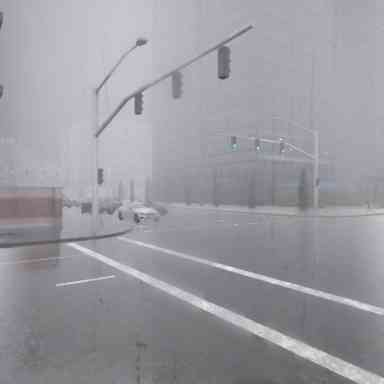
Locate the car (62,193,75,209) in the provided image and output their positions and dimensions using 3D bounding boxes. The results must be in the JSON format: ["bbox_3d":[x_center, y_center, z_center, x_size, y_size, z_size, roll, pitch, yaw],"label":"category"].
[{"bbox_3d":[-18.203,1.211,45.413,2.150,2.045,5.566,0,1,-35],"label":"car"}]

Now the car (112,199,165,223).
[{"bbox_3d":[-4.251,1.525,25.923,1.812,1.442,4.674,0,0,-36],"label":"car"}]

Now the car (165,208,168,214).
[{"bbox_3d":[-4.360,1.546,32.085,2.033,1.411,5.357,0,0,-36],"label":"car"}]

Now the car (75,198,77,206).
[{"bbox_3d":[-16.471,1.524,49.022,1.812,1.442,4.674,0,0,-36],"label":"car"}]

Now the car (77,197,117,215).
[{"bbox_3d":[-9.476,1.351,33.222,2.097,1.767,4.553,0,0,-36],"label":"car"}]

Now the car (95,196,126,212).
[{"bbox_3d":[-9.740,1.351,39.598,2.097,1.767,4.553,0,0,-36],"label":"car"}]
